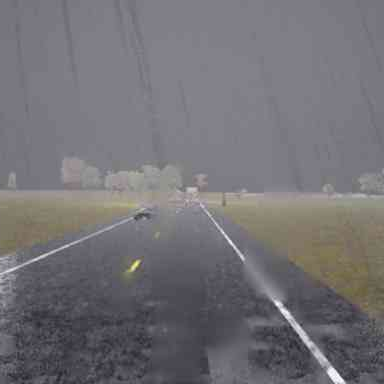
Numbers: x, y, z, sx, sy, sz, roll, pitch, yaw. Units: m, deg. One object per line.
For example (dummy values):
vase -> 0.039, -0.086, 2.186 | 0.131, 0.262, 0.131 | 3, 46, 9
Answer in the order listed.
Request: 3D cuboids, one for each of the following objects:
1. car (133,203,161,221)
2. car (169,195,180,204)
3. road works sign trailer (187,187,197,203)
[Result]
car -> -3.608, 1.598, 27.824 | 2.033, 1.411, 5.357 | 0, 0, 0
car -> -3.519, 1.480, 68.817 | 2.097, 1.767, 4.553 | 0, 0, 0
road works sign trailer -> -0.020, 0.603, 74.451 | 2.380, 3.560, 2.880 | 0, 0, 0
